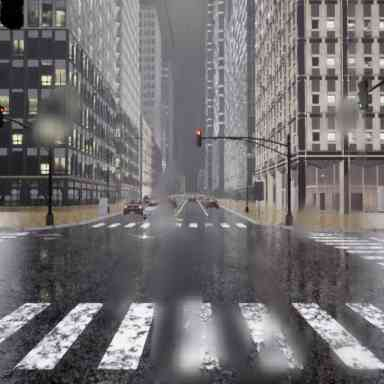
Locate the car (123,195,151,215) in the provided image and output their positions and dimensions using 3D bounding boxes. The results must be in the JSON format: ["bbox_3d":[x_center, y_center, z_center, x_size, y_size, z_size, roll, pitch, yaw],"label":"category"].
[{"bbox_3d":[-5.675,1.453,33.704,1.967,1.590,4.097,1,0,0],"label":"car"}]

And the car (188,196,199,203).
[{"bbox_3d":[0.082,1.573,70.418,2.033,1.411,5.357,0,0,0],"label":"car"}]

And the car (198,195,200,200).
[{"bbox_3d":[2.702,1.590,61.649,1.947,1.339,4.313,1,0,0],"label":"car"}]

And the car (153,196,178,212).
[{"bbox_3d":[-3.101,1.562,38.841,2.033,1.411,5.357,0,0,0],"label":"car"}]

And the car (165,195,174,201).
[{"bbox_3d":[-5.678,1.578,83.880,1.887,1.381,4.507,1,0,0],"label":"car"}]

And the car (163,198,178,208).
[{"bbox_3d":[-3.094,1.620,49.134,1.895,1.301,4.718,0,0,0],"label":"car"}]

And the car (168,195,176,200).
[{"bbox_3d":[-5.679,1.605,95.030,1.947,1.339,4.313,1,0,0],"label":"car"}]

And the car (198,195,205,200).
[{"bbox_3d":[2.702,1.583,95.112,1.887,1.381,4.507,1,0,0],"label":"car"}]

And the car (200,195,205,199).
[{"bbox_3d":[2.703,1.547,56.242,1.752,1.417,4.829,1,0,0],"label":"car"}]

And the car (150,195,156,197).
[{"bbox_3d":[-5.673,1.332,44.854,2.192,1.841,5.009,1,0,0],"label":"car"}]

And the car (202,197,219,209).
[{"bbox_3d":[2.702,1.599,44.916,1.802,1.307,4.206,1,0,0],"label":"car"}]

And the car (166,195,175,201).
[{"bbox_3d":[-5.679,1.587,89.455,2.008,1.369,4.403,1,0,0],"label":"car"}]

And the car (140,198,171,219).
[{"bbox_3d":[-3.105,1.537,29.176,1.812,1.442,4.674,0,0,0],"label":"car"}]

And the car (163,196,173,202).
[{"bbox_3d":[-5.678,1.582,78.305,2.008,1.369,4.403,1,0,0],"label":"car"}]
